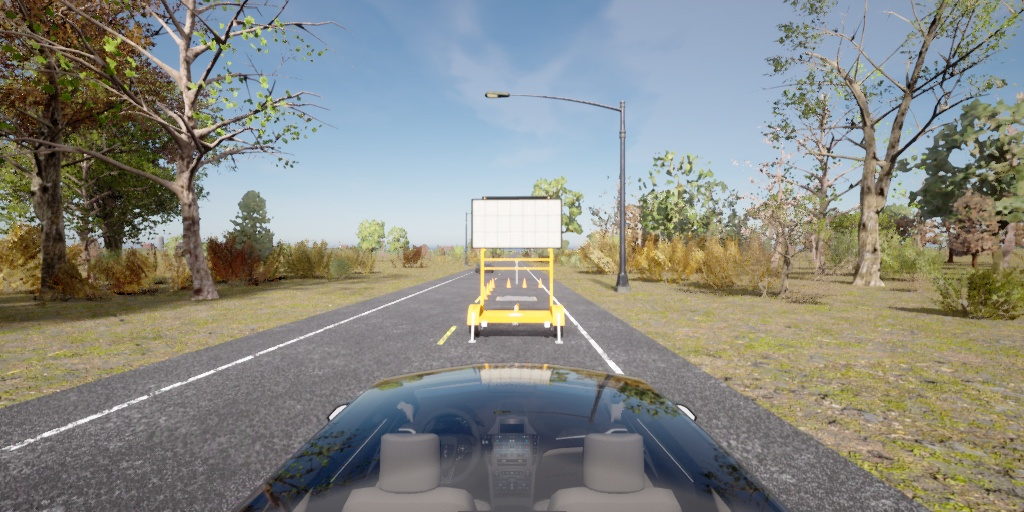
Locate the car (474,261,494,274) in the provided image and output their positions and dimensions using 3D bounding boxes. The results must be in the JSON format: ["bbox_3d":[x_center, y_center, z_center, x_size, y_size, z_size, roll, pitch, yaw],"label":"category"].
[{"bbox_3d":[-3.173,1.294,41.428,1.994,1.385,4.181,0,0,0],"label":"car"}]

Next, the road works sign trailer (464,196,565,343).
[{"bbox_3d":[0.130,0.211,9.638,2.380,3.560,2.880,0,0,2],"label":"road works sign trailer"}]
